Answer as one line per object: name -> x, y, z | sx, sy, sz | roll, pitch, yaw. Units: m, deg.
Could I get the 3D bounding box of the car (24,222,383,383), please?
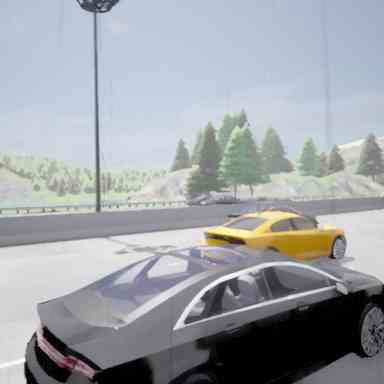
car -> 0.630, 1.440, 4.187 | 4.902, 1.511, 2.128 | -1, 1, -35

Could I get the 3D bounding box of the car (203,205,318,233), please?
car -> 2.588, 1.337, 9.867 | 5.008, 1.535, 1.882 | -1, 1, -35

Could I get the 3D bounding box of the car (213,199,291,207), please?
car -> 3.646, 1.282, 14.910 | 4.902, 1.511, 2.128 | -1, 1, -35

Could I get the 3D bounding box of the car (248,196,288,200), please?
car -> 7.772, 1.160, 30.952 | 4.718, 1.301, 1.895 | -1, 1, -35

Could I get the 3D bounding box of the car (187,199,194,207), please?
car -> 1.547, 1.087, 39.406 | 4.674, 1.442, 1.812 | -1, 1, -35

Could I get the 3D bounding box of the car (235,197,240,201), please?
car -> 6.951, 1.096, 34.653 | 4.181, 1.385, 1.994 | -1, 1, -35

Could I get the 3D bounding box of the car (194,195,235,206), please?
car -> 3.122, 1.063, 36.234 | 4.902, 1.511, 2.128 | -1, 1, -35
